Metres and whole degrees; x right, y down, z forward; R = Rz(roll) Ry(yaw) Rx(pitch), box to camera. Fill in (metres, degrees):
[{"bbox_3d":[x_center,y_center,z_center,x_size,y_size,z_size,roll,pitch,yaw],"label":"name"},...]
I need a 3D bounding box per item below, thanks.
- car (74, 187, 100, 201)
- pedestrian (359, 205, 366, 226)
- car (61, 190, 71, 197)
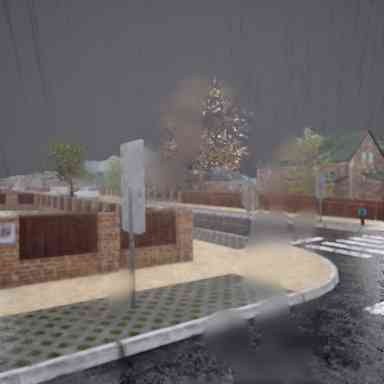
[{"bbox_3d":[-15.187,0.259,48.460,2.150,2.045,5.566,-2,2,-34],"label":"car"},{"bbox_3d":[9.262,1.267,18.032,0.500,1.100,0.500,0,0,-34],"label":"pedestrian"},{"bbox_3d":[-21.002,0.339,56.903,2.128,1.511,4.902,-1,2,-33],"label":"car"}]
